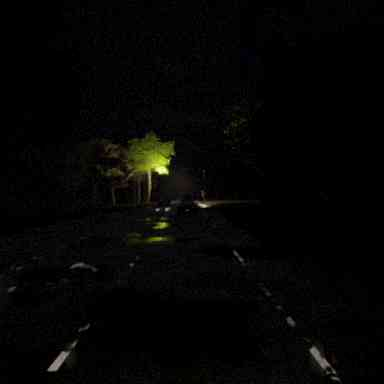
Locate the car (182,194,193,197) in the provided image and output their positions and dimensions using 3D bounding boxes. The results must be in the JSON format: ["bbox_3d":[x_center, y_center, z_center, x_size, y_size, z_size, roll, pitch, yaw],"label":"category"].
[{"bbox_3d":[-1.000,1.508,71.386,2.150,2.045,5.566,-1,0,-1],"label":"car"}]

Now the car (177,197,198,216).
[{"bbox_3d":[-0.451,1.542,33.079,1.882,1.535,5.008,-1,0,-1],"label":"car"}]

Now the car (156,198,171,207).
[{"bbox_3d":[-4.686,1.706,55.404,1.882,1.535,5.008,0,0,4],"label":"car"}]
